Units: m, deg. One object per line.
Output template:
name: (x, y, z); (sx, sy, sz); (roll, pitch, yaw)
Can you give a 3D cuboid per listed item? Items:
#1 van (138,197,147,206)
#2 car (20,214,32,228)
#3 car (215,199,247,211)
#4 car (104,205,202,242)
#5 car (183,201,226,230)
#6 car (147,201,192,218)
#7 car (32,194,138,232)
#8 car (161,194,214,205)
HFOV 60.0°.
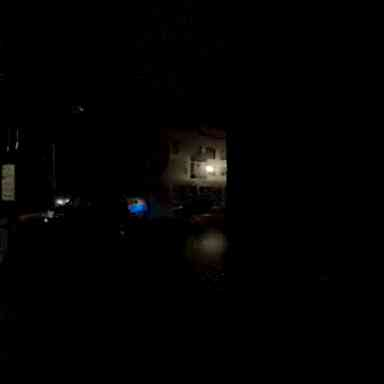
van: (-5.296, 1.282, 25.729); (1.690, 1.788, 3.998); (0, 0, 36)
car: (-8.726, 1.465, 21.004); (1.752, 1.417, 4.829); (0, 0, 36)
car: (4.695, 1.499, 39.495); (1.947, 1.339, 4.313); (0, 0, 36)
car: (-1.716, 1.528, 16.148); (2.008, 1.369, 4.403); (0, 0, 36)
car: (1.713, 1.504, 20.872); (1.752, 1.417, 4.829); (0, 0, 36)
car: (-1.966, 1.523, 30.319); (1.802, 1.307, 4.206); (0, 0, 36)
car: (-6.220, 1.174, 20.085); (2.150, 2.045, 5.566); (0, 0, 36)
car: (-0.130, 1.174, 28.468); (2.150, 2.045, 5.566); (0, 0, 36)
